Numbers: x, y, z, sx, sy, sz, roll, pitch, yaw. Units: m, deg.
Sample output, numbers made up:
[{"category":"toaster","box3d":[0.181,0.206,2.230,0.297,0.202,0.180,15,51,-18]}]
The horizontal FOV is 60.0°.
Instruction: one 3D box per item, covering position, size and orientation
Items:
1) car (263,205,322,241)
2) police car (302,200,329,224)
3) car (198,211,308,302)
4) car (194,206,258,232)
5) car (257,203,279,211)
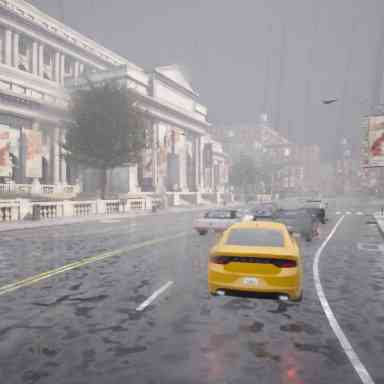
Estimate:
[{"category":"car","box3d":[5.179,1.564,16.767,1.994,1.385,4.181,0,0,26]},{"category":"police car","box3d":[9.193,1.425,25.118,1.930,1.638,5.238,0,0,27]},{"category":"car","box3d":[1.709,1.478,8.472,1.882,1.535,5.008,0,0,15]},{"category":"car","box3d":[1.911,1.600,18.108,1.895,1.301,4.718,0,0,26]},{"category":"car","box3d":[6.159,1.547,26.674,2.033,1.411,5.357,0,0,27]}]
